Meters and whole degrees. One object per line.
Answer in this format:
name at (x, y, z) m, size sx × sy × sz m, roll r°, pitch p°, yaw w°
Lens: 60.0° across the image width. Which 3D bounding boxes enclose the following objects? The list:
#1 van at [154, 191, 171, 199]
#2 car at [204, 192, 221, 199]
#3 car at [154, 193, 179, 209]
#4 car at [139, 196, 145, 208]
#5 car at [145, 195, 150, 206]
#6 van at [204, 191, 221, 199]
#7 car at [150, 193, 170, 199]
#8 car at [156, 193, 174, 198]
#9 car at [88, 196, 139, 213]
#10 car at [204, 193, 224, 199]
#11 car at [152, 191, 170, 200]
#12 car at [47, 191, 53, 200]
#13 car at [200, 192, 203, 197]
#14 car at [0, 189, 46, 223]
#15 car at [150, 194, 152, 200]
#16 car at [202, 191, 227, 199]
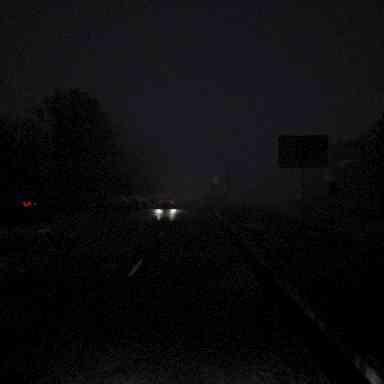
van at (-7.772, 0.787, 88.448) m, size 4.442 × 1.987 × 1.878 m, roll 0°, pitch 0°, yaw 0°
car at (5.456, 0.893, 88.406) m, size 4.553 × 1.767 × 2.185 m, roll 0°, pitch 0°, yaw 0°
car at (-3.012, 1.212, 40.435) m, size 1.882 × 1.535 × 5.008 m, roll 0°, pitch 0°, yaw 1°
car at (-8.085, 1.236, 36.837) m, size 4.892 × 1.521 × 2.231 m, roll 0°, pitch 0°, yaw 0°
car at (-8.068, 1.214, 40.110) m, size 5.008 × 1.535 × 2.097 m, roll 0°, pitch 0°, yaw 0°
van at (5.560, 0.802, 91.210) m, size 4.442 × 1.987 × 1.878 m, roll 0°, pitch 0°, yaw 0°
car at (-7.723, 1.042, 80.098) m, size 4.674 × 1.452 × 2.002 m, roll 0°, pitch 0°, yaw 0°
car at (-7.614, 1.071, 94.018) m, size 4.674 × 1.452 × 2.002 m, roll 0°, pitch 0°, yaw 0°
car at (-8.115, 1.296, 33.562) m, size 4.674 × 1.452 × 2.002 m, roll 0°, pitch 0°, yaw 1°
car at (5.375, 1.009, 82.800) m, size 4.892 × 1.521 × 2.231 m, roll 0°, pitch 0°, yaw 0°
car at (-7.786, 1.019, 71.743) m, size 5.008 × 1.535 × 2.097 m, roll 0°, pitch 0°, yaw 1°
car at (-26.203, 0.607, 56.729) m, size 4.553 × 1.767 × 2.097 m, roll 1°, pitch 3°, yaw 0°
car at (5.307, 0.759, 77.196) m, size 5.566 × 2.045 × 2.435 m, roll 0°, pitch 0°, yaw 0°
car at (-12.769, 0.849, 21.227) m, size 5.566 × 2.045 × 2.150 m, roll 0°, pitch 4°, yaw -6°
car at (-8.033, 1.234, 43.259) m, size 4.674 × 1.452 × 2.002 m, roll 0°, pitch 0°, yaw 0°
car at (5.318, 1.018, 74.395) m, size 4.892 × 1.521 × 2.231 m, roll 0°, pitch 0°, yaw 0°
